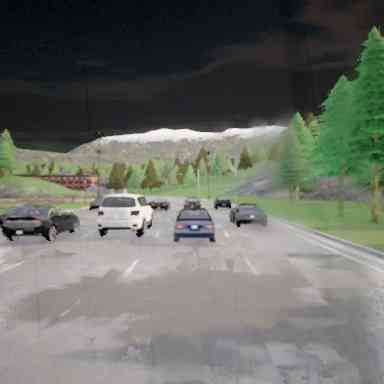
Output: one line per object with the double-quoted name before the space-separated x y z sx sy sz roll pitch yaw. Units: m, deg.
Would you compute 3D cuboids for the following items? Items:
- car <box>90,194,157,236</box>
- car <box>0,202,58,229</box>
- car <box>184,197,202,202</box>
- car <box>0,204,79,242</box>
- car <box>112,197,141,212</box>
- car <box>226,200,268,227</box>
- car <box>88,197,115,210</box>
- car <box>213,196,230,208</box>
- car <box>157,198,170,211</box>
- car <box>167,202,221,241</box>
"car" -3.404 1.109 17.747 2.150 2.045 5.566 0 1 0
"car" -10.403 1.426 21.308 1.994 1.385 4.181 0 0 0
"car" 0.057 1.293 36.269 1.812 1.442 4.674 0 0 0
"car" -6.903 1.391 15.726 2.128 1.511 4.902 0 0 0
"car" -6.943 1.317 35.892 2.033 1.411 5.357 0 0 0
"car" 3.596 1.424 21.754 1.994 1.385 4.181 0 0 0
"car" -10.431 1.315 38.745 1.994 1.385 4.181 0 0 0
"car" 3.572 1.225 39.417 1.882 1.535 5.008 0 0 0
"car" -3.440 1.365 36.738 1.895 1.301 4.718 0 0 0
"car" 0.098 1.445 15.908 2.033 1.411 5.357 0 0 0
